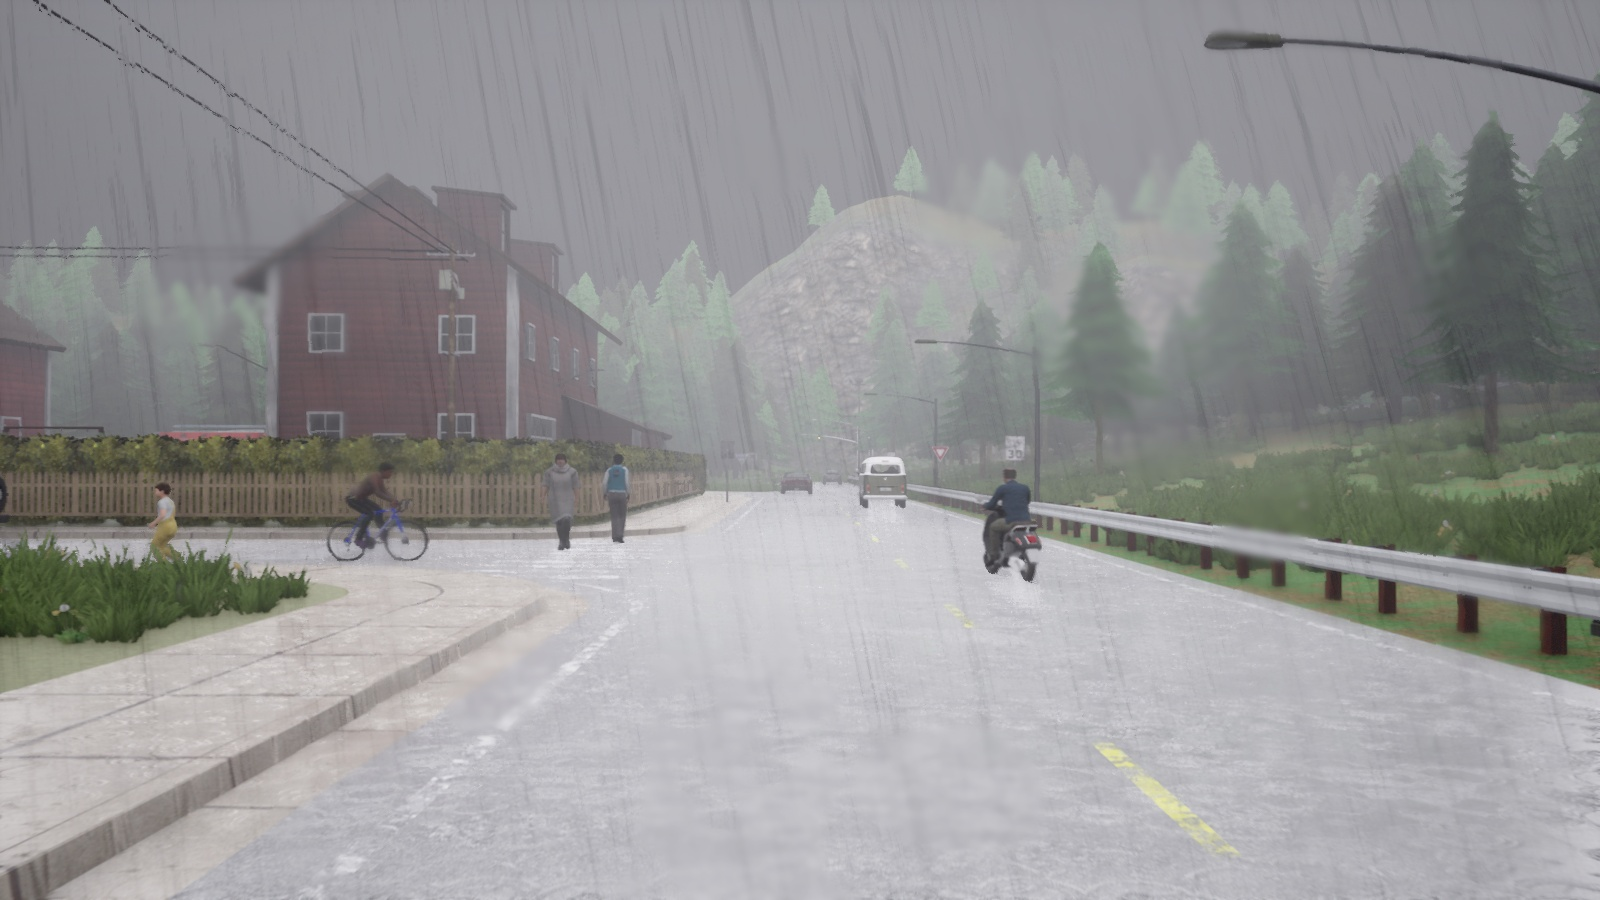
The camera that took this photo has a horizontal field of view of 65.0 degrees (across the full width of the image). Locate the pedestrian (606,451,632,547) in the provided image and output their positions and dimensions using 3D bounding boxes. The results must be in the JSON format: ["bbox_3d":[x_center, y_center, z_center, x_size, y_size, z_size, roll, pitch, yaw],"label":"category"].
[{"bbox_3d":[-3.708,0.995,25.734,0.396,1.930,0.692,0,-1,5],"label":"pedestrian"}]

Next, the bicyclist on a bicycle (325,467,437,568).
[{"bbox_3d":[-6.868,1.099,20.634,1.656,1.620,0.582,0,-1,-2],"label":"bicyclist on a bicycle"}]

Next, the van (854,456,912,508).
[{"bbox_3d":[3.369,1.291,51.627,2.069,2.038,4.480,0,-1,0],"label":"van"}]

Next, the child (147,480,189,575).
[{"bbox_3d":[-8.473,1.032,16.847,0.437,1.263,0.270,0,-1,-6],"label":"child"}]

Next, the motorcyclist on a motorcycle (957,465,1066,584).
[{"bbox_3d":[3.001,1.022,18.021,0.866,1.590,1.817,-2,-1,-13],"label":"motorcyclist on a motorcycle"}]

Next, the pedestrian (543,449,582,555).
[{"bbox_3d":[-4.465,0.968,23.676,0.659,1.952,0.873,0,-1,-6],"label":"pedestrian"}]

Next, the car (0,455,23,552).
[{"bbox_3d":[-17.439,1.036,24.085,3.866,1.878,1.905,0,-1,0],"label":"car"}]

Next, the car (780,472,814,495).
[{"bbox_3d":[-0.179,1.941,73.661,1.895,1.301,4.718,0,-1,0],"label":"car"}]

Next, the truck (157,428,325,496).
[{"bbox_3d":[-32.357,0.724,72.952,8.468,3.827,2.891,0,-1,0],"label":"truck"}]
